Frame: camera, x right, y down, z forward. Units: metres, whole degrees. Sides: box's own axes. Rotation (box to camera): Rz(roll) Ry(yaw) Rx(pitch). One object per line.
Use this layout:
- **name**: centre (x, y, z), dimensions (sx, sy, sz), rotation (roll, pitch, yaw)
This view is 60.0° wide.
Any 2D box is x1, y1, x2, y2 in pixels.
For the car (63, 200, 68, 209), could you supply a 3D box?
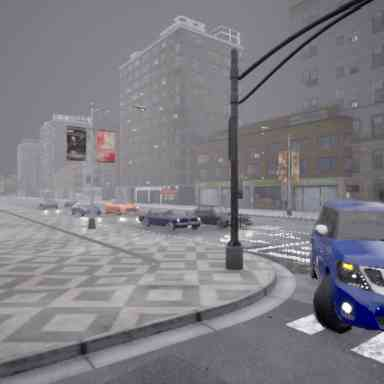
- **car**: centre (-16.702, 1.755, 47.175), dimensions (1.895, 1.301, 4.718), rotation (0, 0, -36)

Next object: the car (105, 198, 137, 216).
- **car**: centre (-7.139, 1.464, 33.906), dimensions (2.097, 1.767, 4.553), rotation (0, 0, -36)

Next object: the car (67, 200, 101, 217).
- **car**: centre (-10.591, 1.643, 33.122), dimensions (1.812, 1.442, 4.674), rotation (0, 0, -36)

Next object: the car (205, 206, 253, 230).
- **car**: centre (1.518, 1.607, 22.007), dimensions (2.033, 1.411, 5.357), rotation (0, 0, -36)

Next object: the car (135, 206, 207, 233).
- **car**: centre (-1.438, 1.663, 20.552), dimensions (1.895, 1.301, 4.718), rotation (0, 0, -36)

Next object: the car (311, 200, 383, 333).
- **car**: centre (3.741, 1.225, 6.832), dimensions (2.150, 2.045, 5.566), rotation (2, 0, 16)

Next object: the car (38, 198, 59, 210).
- **car**: centre (-19.925, 1.671, 46.094), dimensions (1.837, 1.490, 4.892), rotation (0, 0, -36)
